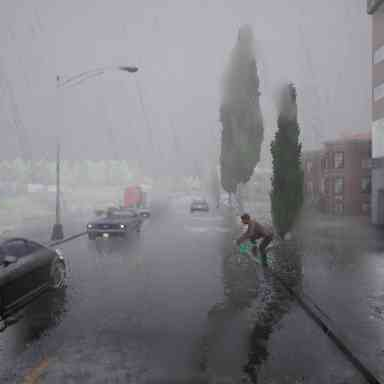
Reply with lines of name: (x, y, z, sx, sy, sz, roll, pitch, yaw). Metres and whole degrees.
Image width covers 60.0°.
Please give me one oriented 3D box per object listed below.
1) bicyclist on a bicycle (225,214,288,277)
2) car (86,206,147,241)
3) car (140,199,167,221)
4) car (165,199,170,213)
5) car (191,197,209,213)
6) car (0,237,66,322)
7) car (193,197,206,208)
bicyclist on a bicycle: (1.636, 1.388, 8.722, 1.656, 1.620, 0.582, -6, 0, 2)
car: (-3.758, 1.592, 16.873, 1.895, 1.301, 4.718, 0, 0, 1)
car: (-3.447, 1.551, 26.586, 1.994, 1.385, 4.181, 0, 0, 1)
car: (-3.325, 1.488, 33.833, 1.837, 1.490, 4.892, 0, 0, 2)
car: (0.872, 1.546, 37.466, 1.994, 1.385, 4.181, 0, 0, 1)
car: (-3.996, 1.561, 6.179, 1.994, 1.385, 4.181, 0, 0, 1)
car: (1.118, 1.502, 49.454, 1.812, 1.442, 4.674, 0, 0, 2)
